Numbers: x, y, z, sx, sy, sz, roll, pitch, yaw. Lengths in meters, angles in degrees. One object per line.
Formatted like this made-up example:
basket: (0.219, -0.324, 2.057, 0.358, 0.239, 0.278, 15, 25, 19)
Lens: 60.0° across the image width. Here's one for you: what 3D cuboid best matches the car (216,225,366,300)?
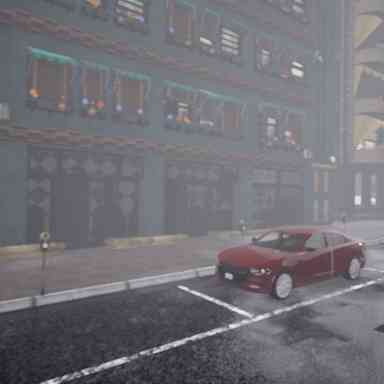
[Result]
car: (2.626, 1.554, 8.416, 4.507, 1.381, 1.887, 0, 1, -35)
